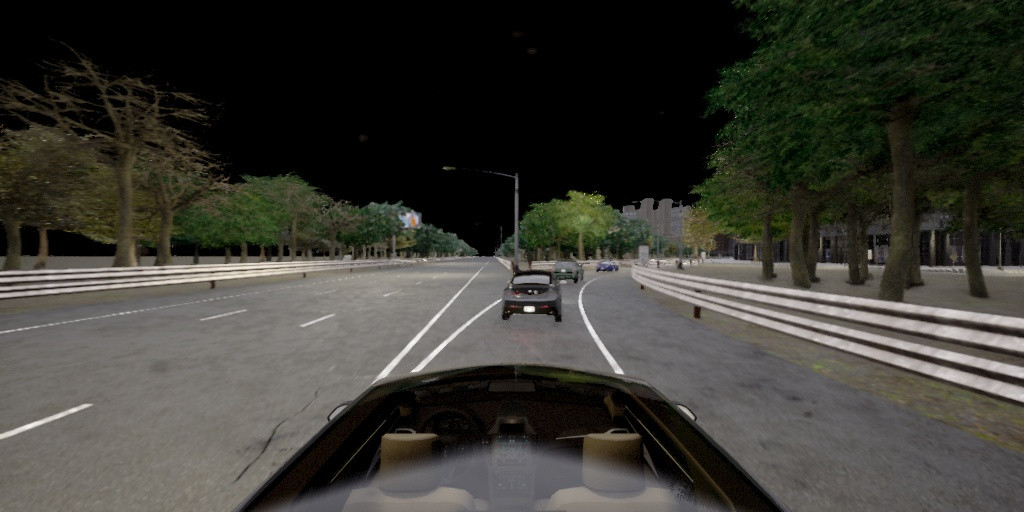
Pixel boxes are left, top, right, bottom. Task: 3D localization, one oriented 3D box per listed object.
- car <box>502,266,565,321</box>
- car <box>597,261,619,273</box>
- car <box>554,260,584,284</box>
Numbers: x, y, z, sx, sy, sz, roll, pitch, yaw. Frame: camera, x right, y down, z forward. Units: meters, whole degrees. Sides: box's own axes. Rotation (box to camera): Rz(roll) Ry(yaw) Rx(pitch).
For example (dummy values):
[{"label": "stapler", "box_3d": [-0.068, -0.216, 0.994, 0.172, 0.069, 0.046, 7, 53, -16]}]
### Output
[{"label": "car", "box_3d": [0.822, 1.250, 12.503, 1.837, 1.490, 4.892, 0, 0, 8]}, {"label": "car", "box_3d": [11.871, 1.281, 44.412, 1.812, 1.442, 4.674, 0, 0, 31]}, {"label": "car", "box_3d": [4.388, 1.098, 28.005, 2.097, 1.767, 4.553, 0, 0, 18]}]
